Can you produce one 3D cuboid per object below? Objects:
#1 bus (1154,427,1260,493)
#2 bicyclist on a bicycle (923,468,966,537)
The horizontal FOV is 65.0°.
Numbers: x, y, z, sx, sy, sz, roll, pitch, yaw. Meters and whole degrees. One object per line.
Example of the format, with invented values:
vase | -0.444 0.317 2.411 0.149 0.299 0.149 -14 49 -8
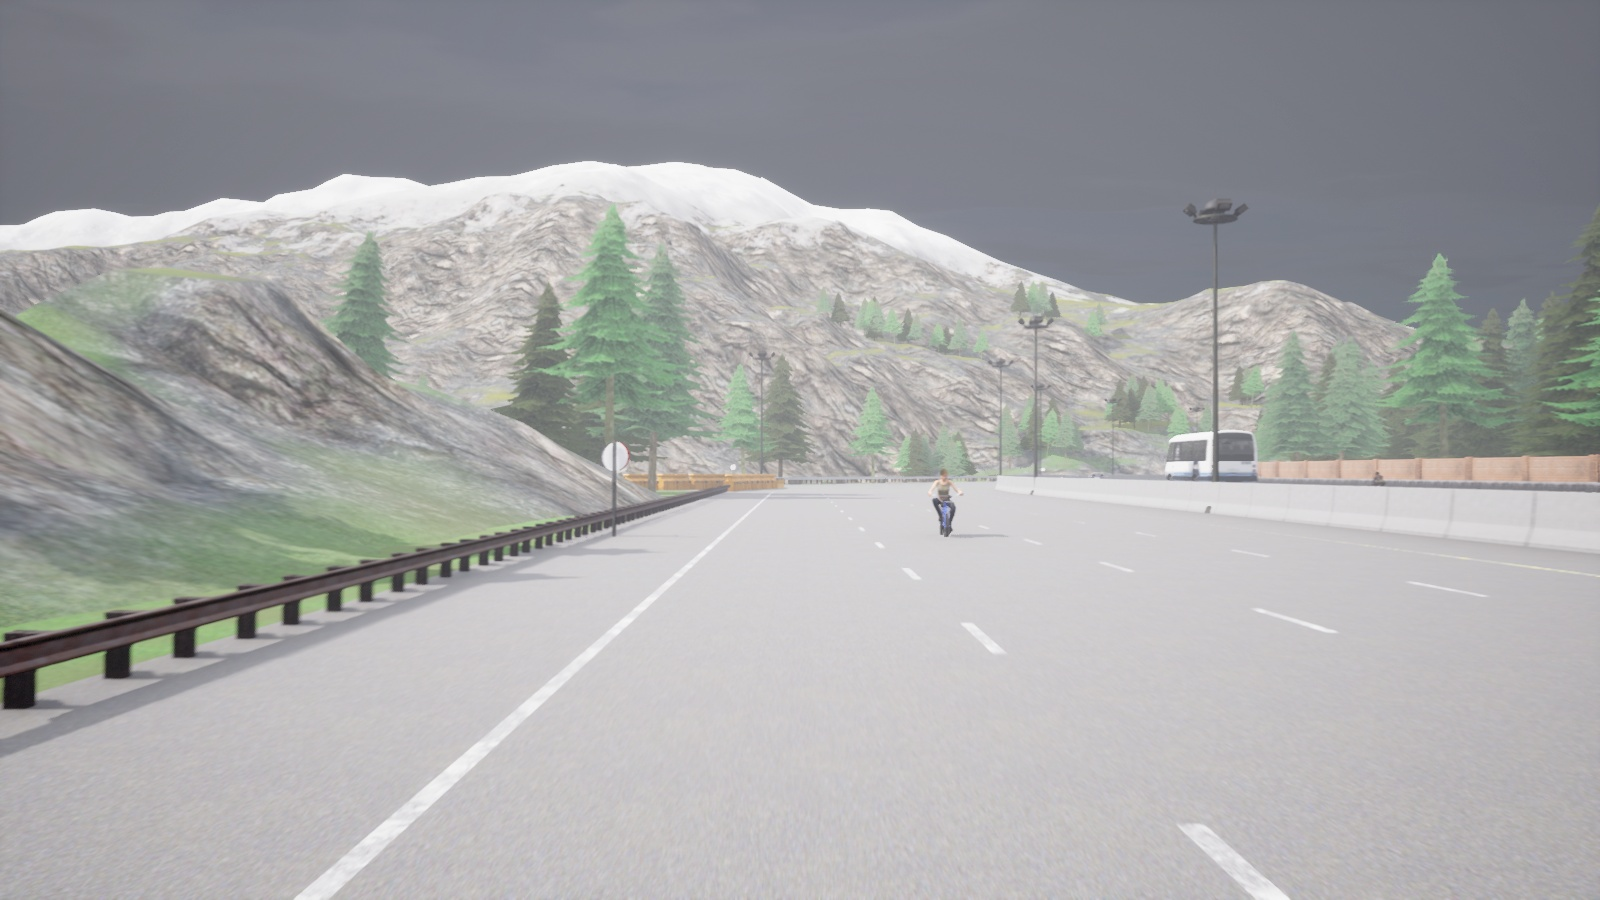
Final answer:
bus | 27.806 0.740 86.414 3.944 4.253 10.273 0 -1 0
bicyclist on a bicycle | 3.432 1.227 29.936 0.866 1.612 1.509 0 -1 0
